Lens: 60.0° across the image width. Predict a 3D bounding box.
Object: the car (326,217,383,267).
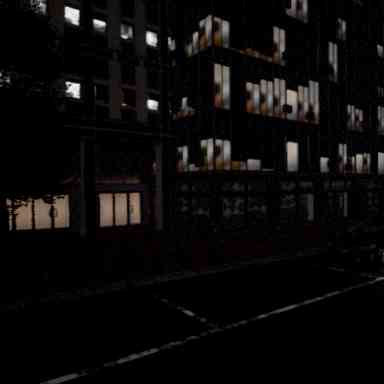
[{"bbox_3d":[6.288,1.547,11.193,4.403,1.369,2.008,0,-1,-36],"label":"car"}]
